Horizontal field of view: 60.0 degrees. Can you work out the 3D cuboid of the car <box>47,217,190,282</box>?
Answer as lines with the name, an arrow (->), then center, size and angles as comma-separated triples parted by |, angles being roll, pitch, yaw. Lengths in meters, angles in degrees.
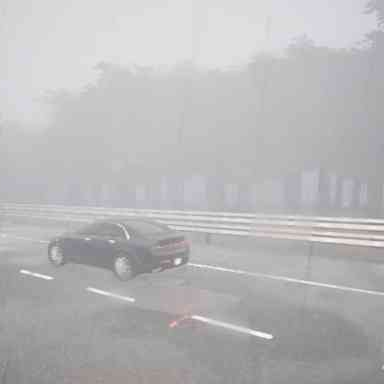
car -> -2.326, 1.507, 9.830 | 4.892, 1.490, 1.837 | 0, 0, 36
